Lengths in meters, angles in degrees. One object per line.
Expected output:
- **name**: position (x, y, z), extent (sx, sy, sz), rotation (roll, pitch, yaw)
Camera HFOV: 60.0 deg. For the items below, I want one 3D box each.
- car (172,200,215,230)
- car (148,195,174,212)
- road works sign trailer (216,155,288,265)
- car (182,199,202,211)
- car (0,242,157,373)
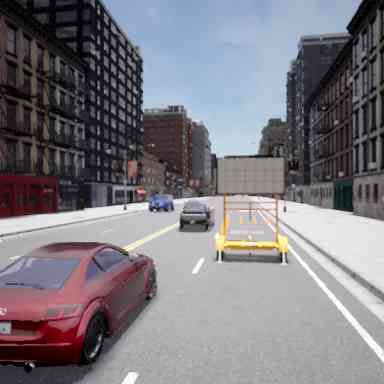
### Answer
- **car**: position (0.406, 1.548, 21.821), extent (2.128, 1.511, 4.902), rotation (0, 0, 9)
- **car**: position (-3.596, 1.333, 40.189), extent (2.150, 2.045, 5.566), rotation (0, 0, 9)
- **road works sign trailer**: position (2.088, 0.492, 11.892), extent (2.380, 3.560, 2.880), rotation (0, 0, 9)
- **car**: position (0.070, 1.679, 42.664), extent (1.994, 1.385, 4.181), rotation (0, 0, 9)
- **car**: position (-1.997, 1.582, 5.928), extent (1.994, 1.385, 4.181), rotation (0, 0, 9)
